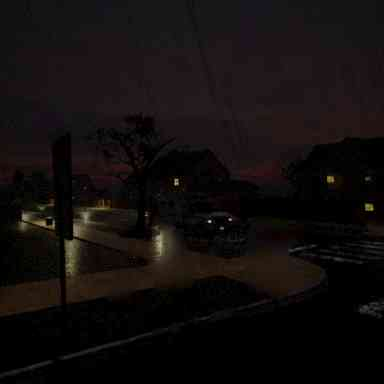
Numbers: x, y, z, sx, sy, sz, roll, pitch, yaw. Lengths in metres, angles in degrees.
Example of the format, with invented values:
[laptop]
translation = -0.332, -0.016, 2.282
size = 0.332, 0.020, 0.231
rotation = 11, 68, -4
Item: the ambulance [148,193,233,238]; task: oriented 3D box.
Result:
[ambulance]
translation = -0.252, 1.314, 20.538
size = 2.351, 2.431, 6.366
rotation = -2, 0, -36
